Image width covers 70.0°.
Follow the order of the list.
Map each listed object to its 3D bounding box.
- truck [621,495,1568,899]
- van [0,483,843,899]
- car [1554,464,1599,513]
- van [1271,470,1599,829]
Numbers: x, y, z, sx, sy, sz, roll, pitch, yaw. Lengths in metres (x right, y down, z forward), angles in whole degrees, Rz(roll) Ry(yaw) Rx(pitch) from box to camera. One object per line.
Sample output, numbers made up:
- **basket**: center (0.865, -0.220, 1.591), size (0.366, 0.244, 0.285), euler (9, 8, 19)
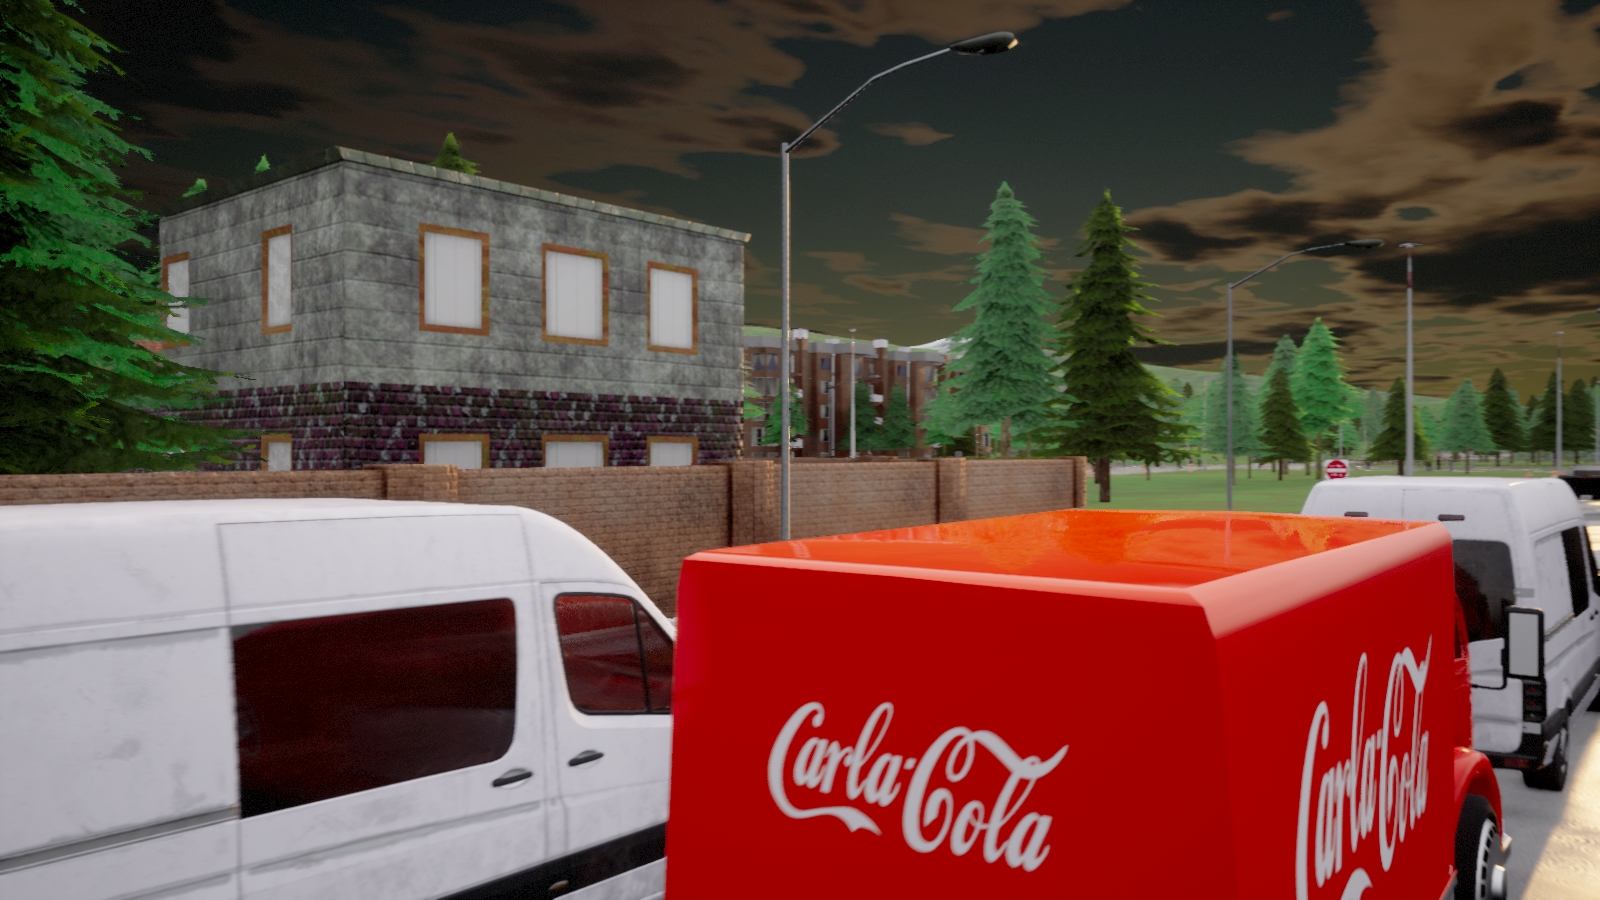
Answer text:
- **truck**: center (1.961, 1.570, 5.723), size (2.627, 2.467, 5.204), euler (0, 0, 40)
- **van**: center (-2.370, 1.539, 6.000), size (1.988, 2.561, 5.915), euler (0, 0, 40)
- **car**: center (37.044, 1.752, 53.328), size (2.390, 2.098, 6.274), euler (0, 0, 40)
- **van**: center (6.672, 1.535, 11.391), size (1.988, 2.561, 5.915), euler (0, 0, 40)
